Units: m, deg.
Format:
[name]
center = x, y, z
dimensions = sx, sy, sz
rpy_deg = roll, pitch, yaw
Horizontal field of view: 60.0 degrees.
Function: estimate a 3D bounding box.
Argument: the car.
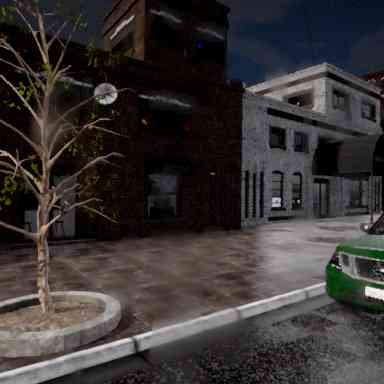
[car]
center = 5.071, 1.222, 6.843
dimensions = 5.566, 2.045, 2.150
rpy_deg = 0, 0, -37
